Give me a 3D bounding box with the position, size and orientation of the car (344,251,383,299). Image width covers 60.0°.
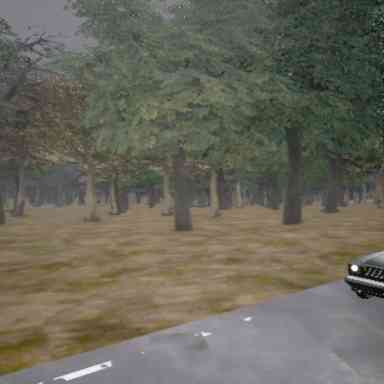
[{"bbox_3d":[5.363,1.573,7.205,4.718,1.301,1.895,0,0,-35],"label":"car"}]
